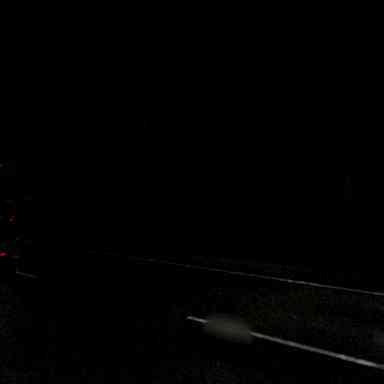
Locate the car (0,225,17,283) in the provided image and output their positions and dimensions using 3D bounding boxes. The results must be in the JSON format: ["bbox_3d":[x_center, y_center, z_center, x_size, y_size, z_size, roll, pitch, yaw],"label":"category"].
[{"bbox_3d":[-6.550,1.680,8.822,4.181,1.385,1.994,-1,0,37],"label":"car"}]

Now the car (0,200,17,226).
[{"bbox_3d":[-10.827,1.426,16.472,5.566,2.045,2.150,-1,0,38],"label":"car"}]
